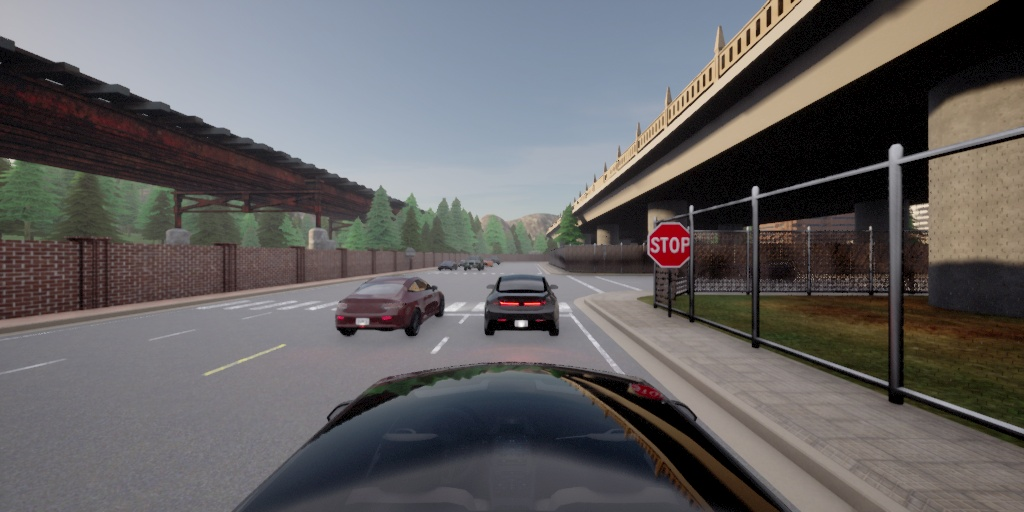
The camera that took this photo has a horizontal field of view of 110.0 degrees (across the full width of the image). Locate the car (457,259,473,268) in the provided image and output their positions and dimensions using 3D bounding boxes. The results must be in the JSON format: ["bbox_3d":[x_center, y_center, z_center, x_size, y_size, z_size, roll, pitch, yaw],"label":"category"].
[{"bbox_3d":[-8.020,1.258,61.628,1.812,1.442,4.674,0,0,3],"label":"car"}]

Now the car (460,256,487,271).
[{"bbox_3d":[-5.107,0.958,48.783,2.150,2.045,5.566,0,0,3],"label":"car"}]

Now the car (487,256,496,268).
[{"bbox_3d":[-4.523,1.084,61.520,2.097,1.767,4.553,0,0,3],"label":"car"}]

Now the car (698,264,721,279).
[{"bbox_3d":[19.070,1.304,32.131,4.181,1.385,1.994,0,0,2],"label":"car"}]

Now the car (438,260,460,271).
[{"bbox_3d":[-8.609,1.284,48.759,2.033,1.411,5.357,0,0,3],"label":"car"}]

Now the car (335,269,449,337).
[{"bbox_3d":[-3.217,1.273,10.190,1.812,1.442,4.674,0,0,2],"label":"car"}]

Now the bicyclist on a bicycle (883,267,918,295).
[{"bbox_3d":[19.085,1.046,17.639,0.582,1.620,1.656,0,0,2],"label":"bicyclist on a bicycle"}]

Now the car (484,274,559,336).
[{"bbox_3d":[0.291,1.252,10.381,1.837,1.490,4.892,0,0,2],"label":"car"}]

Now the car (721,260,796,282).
[{"bbox_3d":[19.781,1.094,28.604,4.553,1.767,2.097,0,0,2],"label":"car"}]
